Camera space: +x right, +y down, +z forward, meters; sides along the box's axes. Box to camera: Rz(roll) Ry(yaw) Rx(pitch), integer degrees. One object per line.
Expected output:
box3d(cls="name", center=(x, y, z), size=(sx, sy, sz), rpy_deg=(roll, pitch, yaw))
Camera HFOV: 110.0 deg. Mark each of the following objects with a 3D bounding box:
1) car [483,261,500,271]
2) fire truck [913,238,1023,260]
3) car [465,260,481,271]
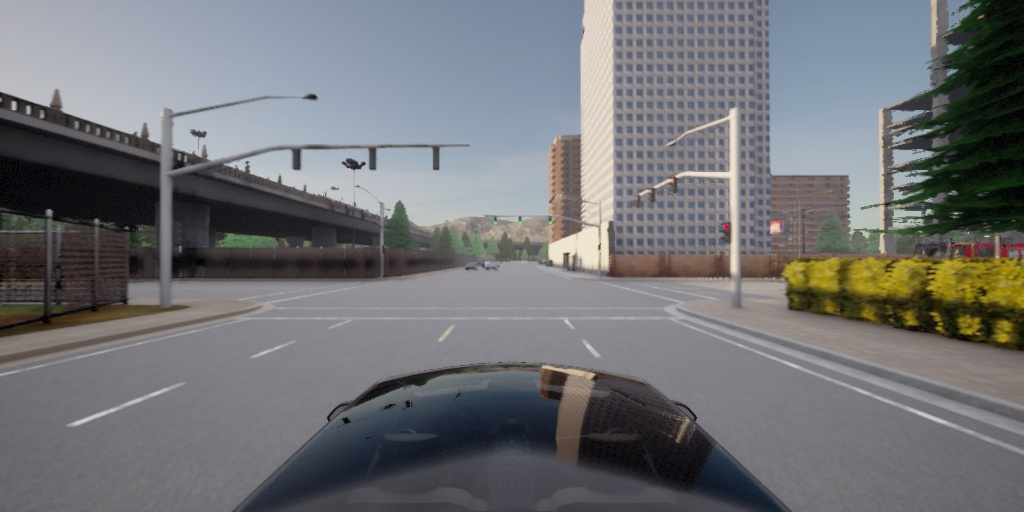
box3d(cls="car", center=(-3.535, 1.839, 62.120), size=(1.812, 1.442, 4.674), rpy_deg=(0, 0, 1))
box3d(cls="fire truck", center=(39.552, 0.413, 30.517), size=(8.468, 3.827, 2.891), rpy_deg=(0, -1, 0))
box3d(cls="car", center=(-7.033, 1.816, 62.054), size=(1.837, 1.490, 4.892), rpy_deg=(0, 0, 1))
